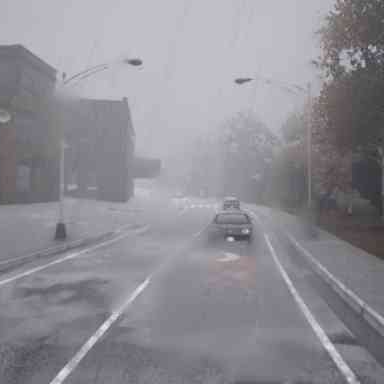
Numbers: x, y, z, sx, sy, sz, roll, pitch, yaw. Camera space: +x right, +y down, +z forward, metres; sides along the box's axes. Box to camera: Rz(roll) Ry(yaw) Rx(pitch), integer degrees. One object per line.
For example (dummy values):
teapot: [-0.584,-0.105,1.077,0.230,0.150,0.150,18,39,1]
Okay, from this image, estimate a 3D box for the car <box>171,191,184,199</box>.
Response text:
car: [-2.911,0.534,67.452,1.837,1.490,4.892,1,2,-16]

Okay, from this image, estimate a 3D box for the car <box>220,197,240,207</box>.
car: [4.428,1.303,38.574,1.837,1.490,4.892,1,1,2]

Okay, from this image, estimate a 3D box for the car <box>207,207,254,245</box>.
car: [1.875,1.582,15.471,1.895,1.301,4.718,0,0,9]
